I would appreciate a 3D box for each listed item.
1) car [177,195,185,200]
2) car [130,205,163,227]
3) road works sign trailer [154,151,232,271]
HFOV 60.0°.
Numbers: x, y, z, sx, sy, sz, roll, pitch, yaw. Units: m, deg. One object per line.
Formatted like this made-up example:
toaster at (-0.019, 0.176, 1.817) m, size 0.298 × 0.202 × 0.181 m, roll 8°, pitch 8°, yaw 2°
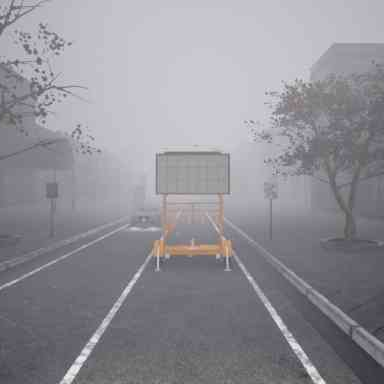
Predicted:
car at (-2.803, 1.309, 86.109) m, size 1.812 × 1.442 × 4.674 m, roll 0°, pitch 0°, yaw 0°
car at (-3.047, 1.598, 23.099) m, size 1.994 × 1.385 × 4.181 m, roll 0°, pitch 0°, yaw 0°
road works sign trailer at (0.025, 0.480, 10.926) m, size 2.380 × 3.560 × 2.880 m, roll 0°, pitch 0°, yaw 0°
